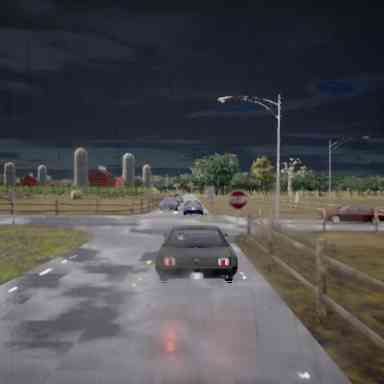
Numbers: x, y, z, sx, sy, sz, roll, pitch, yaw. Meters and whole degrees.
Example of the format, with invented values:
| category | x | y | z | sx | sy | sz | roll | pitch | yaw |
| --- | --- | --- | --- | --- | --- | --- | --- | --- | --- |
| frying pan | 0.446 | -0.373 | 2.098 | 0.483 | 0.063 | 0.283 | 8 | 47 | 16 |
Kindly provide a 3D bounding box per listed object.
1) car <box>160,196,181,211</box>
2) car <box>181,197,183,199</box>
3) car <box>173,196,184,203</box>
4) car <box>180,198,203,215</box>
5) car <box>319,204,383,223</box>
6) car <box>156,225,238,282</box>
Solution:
| category | x | y | z | sx | sy | sz | roll | pitch | yaw |
| --- | --- | --- | --- | --- | --- | --- | --- | --- | --- |
| car | -2.775 | 1.342 | 40.769 | 2.097 | 1.767 | 4.553 | 0 | 0 | 0 |
| car | -2.796 | 1.578 | 52.135 | 1.895 | 1.301 | 4.718 | 0 | 0 | 0 |
| car | -2.721 | 1.519 | 66.909 | 1.994 | 1.385 | 4.181 | 0 | 0 | 0 |
| car | 0.117 | 1.559 | 34.419 | 1.994 | 1.385 | 4.181 | 0 | 0 | 0 |
| car | 12.841 | 1.736 | 26.808 | 5.008 | 1.535 | 1.882 | 1 | 1 | 1 |
| car | 0.107 | 1.602 | 9.707 | 1.895 | 1.301 | 4.718 | 0 | 0 | 0 |
